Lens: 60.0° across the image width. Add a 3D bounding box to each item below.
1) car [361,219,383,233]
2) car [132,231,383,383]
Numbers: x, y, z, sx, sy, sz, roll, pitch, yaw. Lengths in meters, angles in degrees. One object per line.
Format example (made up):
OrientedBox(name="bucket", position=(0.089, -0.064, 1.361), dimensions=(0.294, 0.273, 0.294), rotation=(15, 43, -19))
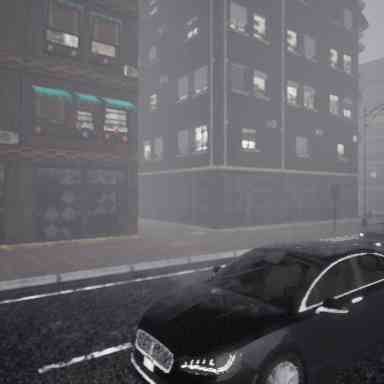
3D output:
OrientedBox(name="car", position=(9.264, 1.625, 14.247), dimensions=(5.357, 1.411, 2.033), rotation=(0, 0, -35))
OrientedBox(name="car", position=(1.544, 1.525, 4.782), dimensions=(4.892, 1.490, 1.837), rotation=(1, -1, -35))
